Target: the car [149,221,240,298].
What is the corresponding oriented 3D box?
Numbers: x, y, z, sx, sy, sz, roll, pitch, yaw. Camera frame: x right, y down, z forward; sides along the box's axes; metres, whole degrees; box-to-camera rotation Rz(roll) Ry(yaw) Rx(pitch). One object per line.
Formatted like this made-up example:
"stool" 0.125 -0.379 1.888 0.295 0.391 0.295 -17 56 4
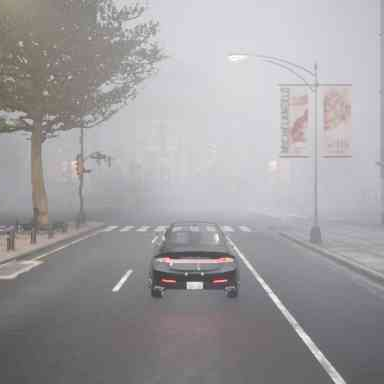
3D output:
"car" 0.061 1.491 8.489 2.128 1.511 4.902 0 0 0
